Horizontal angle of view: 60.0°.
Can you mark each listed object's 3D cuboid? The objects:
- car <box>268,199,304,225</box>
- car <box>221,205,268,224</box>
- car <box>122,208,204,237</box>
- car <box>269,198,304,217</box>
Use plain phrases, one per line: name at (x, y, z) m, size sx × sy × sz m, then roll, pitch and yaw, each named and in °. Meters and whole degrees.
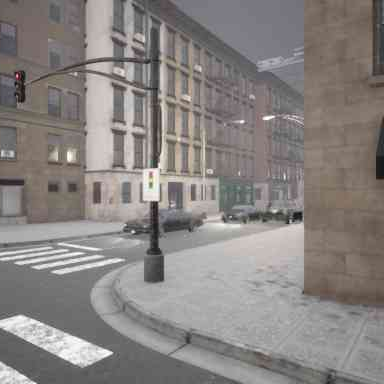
car at (7.256, 1.490, 25.991) m, size 2.097 × 1.767 × 4.553 m, roll 0°, pitch 0°, yaw 36°
car at (4.044, 1.696, 26.529) m, size 1.994 × 1.385 × 4.181 m, roll 0°, pitch 0°, yaw 36°
car at (-1.415, 1.630, 18.891) m, size 2.033 × 1.411 × 5.357 m, roll 0°, pitch 0°, yaw 35°
car at (9.966, 1.538, 34.810) m, size 2.097 × 1.767 × 4.553 m, roll 0°, pitch 0°, yaw 35°
